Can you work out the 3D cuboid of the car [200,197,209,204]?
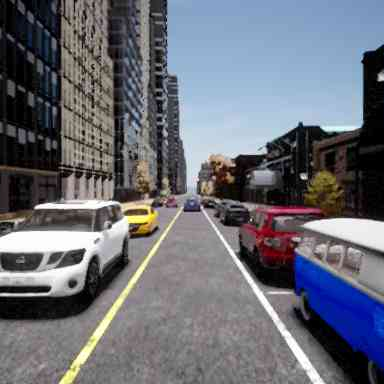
[{"bbox_3d":[2.679,1.796,72.553,1.752,1.417,4.829,-1,0,0],"label":"car"}]

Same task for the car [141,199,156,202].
[{"bbox_3d":[-5.669,1.667,38.404,1.752,1.417,4.829,-1,0,0],"label":"car"}]

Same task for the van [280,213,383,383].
[{"bbox_3d":[2.676,1.359,4.656,1.690,1.788,3.998,-1,0,0],"label":"van"}]

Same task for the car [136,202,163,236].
[{"bbox_3d":[-3.057,1.548,19.160,1.882,1.535,5.008,0,0,1],"label":"car"}]

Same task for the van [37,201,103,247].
[{"bbox_3d":[-5.671,1.400,15.999,1.690,1.788,3.998,-1,0,0],"label":"van"}]

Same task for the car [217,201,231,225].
[{"bbox_3d":[3.146,1.595,24.919,1.837,1.490,4.892,0,0,0],"label":"car"}]

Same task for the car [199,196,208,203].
[{"bbox_3d":[2.677,1.731,78.028,1.967,1.590,4.097,-1,0,0],"label":"car"}]

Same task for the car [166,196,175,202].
[{"bbox_3d":[-5.685,1.886,89.371,2.008,1.369,4.403,-1,0,0],"label":"car"}]

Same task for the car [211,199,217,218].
[{"bbox_3d":[3.146,1.621,31.920,1.837,1.490,4.892,0,0,0],"label":"car"}]

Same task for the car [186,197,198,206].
[{"bbox_3d":[0.038,1.721,60.987,2.128,1.511,4.902,0,0,1],"label":"car"}]

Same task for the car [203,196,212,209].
[{"bbox_3d":[2.680,1.751,49.808,1.947,1.339,4.313,-1,0,0],"label":"car"}]

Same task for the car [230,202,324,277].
[{"bbox_3d":[2.675,1.353,10.300,2.192,1.841,5.009,-1,0,0],"label":"car"}]

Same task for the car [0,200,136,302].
[{"bbox_3d":[-3.089,1.254,8.675,2.150,2.045,5.566,0,0,0],"label":"car"}]

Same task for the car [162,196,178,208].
[{"bbox_3d":[-3.071,1.715,51.096,1.812,1.442,4.674,0,0,0],"label":"car"}]

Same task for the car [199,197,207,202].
[{"bbox_3d":[2.679,1.879,83.671,1.947,1.339,4.313,-1,0,0],"label":"car"}]

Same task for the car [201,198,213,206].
[{"bbox_3d":[2.679,1.772,61.096,1.887,1.381,4.507,-1,0,0],"label":"car"}]

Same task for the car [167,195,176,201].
[{"bbox_3d":[-5.713,1.673,95.016,2.192,1.841,5.009,-1,0,0],"label":"car"}]

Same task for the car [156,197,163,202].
[{"bbox_3d":[-5.668,1.772,55.506,1.947,1.339,4.313,-1,0,0],"label":"car"}]

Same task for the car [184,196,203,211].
[{"bbox_3d":[0.028,1.522,42.785,2.097,1.767,4.553,0,0,0],"label":"car"}]

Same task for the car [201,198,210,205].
[{"bbox_3d":[2.679,1.830,66.739,1.802,1.307,4.206,-1,0,0],"label":"car"}]

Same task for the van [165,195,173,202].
[{"bbox_3d":[-5.675,1.654,83.727,1.690,1.788,3.998,-1,0,0],"label":"van"}]
